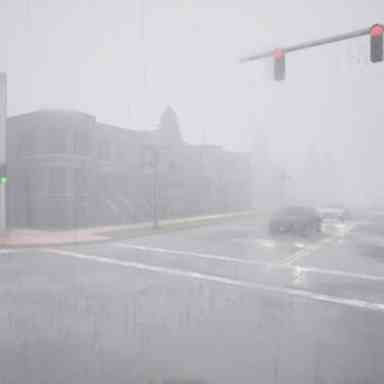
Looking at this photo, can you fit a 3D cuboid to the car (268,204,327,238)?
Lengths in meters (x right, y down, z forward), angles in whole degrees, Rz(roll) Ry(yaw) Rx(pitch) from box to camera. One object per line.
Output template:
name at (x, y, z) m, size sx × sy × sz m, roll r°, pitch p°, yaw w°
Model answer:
car at (5.657, 1.527, 18.001) m, size 1.837 × 1.490 × 4.892 m, roll 0°, pitch 0°, yaw 34°

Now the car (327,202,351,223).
car at (11.402, 1.563, 26.534) m, size 1.812 × 1.442 × 4.674 m, roll 0°, pitch 0°, yaw 34°
